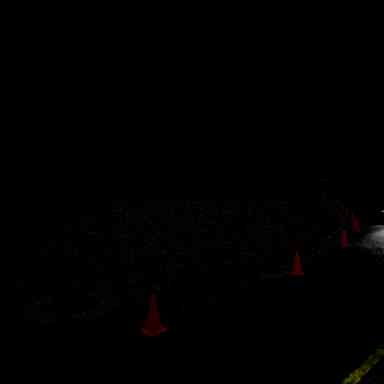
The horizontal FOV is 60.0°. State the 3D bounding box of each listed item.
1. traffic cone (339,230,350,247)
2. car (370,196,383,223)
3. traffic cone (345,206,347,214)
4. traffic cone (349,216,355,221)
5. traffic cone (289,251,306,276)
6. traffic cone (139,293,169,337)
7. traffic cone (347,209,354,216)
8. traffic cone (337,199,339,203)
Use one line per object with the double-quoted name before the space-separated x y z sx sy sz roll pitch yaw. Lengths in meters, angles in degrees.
"traffic cone" 5.586 1.701 12.195 0.340 0.580 0.340 0 1 35
"car" 12.074 1.016 20.166 2.128 1.511 4.902 0 1 22
"traffic cone" 11.704 1.388 25.158 0.340 0.580 0.340 0 1 21
"traffic cone" 7.980 1.601 16.188 0.340 0.580 0.340 0 1 27
"traffic cone" 2.707 1.803 8.536 0.340 0.580 0.340 0 1 42
"traffic cone" -0.609 1.906 5.269 0.340 0.580 0.340 -2 1 -41
"traffic cone" 9.883 1.498 20.502 0.340 0.580 0.340 0 1 21
"traffic cone" 15.345 1.151 34.469 0.340 0.580 0.340 0 1 21
